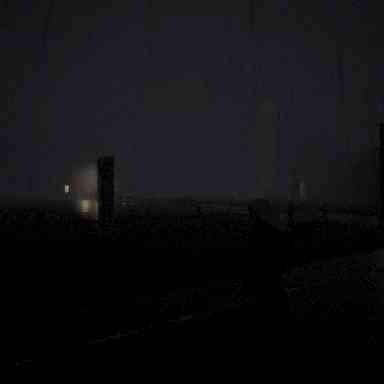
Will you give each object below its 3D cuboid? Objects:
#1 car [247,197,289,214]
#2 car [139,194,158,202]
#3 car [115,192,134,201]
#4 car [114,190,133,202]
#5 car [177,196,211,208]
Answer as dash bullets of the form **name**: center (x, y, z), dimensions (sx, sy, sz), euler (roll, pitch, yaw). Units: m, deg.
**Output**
- **car**: center (7.421, 1.312, 32.035), dimensions (1.837, 1.490, 4.892), euler (-1, 1, -36)
- **car**: center (-7.637, 1.025, 57.998), dimensions (1.812, 1.442, 4.674), euler (-1, 1, -35)
- **car**: center (-13.465, 0.879, 66.055), dimensions (1.882, 1.535, 5.008), euler (-1, 1, -36)
- **car**: center (-12.654, 0.681, 60.199), dimensions (2.150, 2.045, 5.566), euler (-1, 1, -36)
- **car**: center (0.161, 1.237, 42.161), dimensions (2.033, 1.411, 5.357), euler (-1, 1, -36)
